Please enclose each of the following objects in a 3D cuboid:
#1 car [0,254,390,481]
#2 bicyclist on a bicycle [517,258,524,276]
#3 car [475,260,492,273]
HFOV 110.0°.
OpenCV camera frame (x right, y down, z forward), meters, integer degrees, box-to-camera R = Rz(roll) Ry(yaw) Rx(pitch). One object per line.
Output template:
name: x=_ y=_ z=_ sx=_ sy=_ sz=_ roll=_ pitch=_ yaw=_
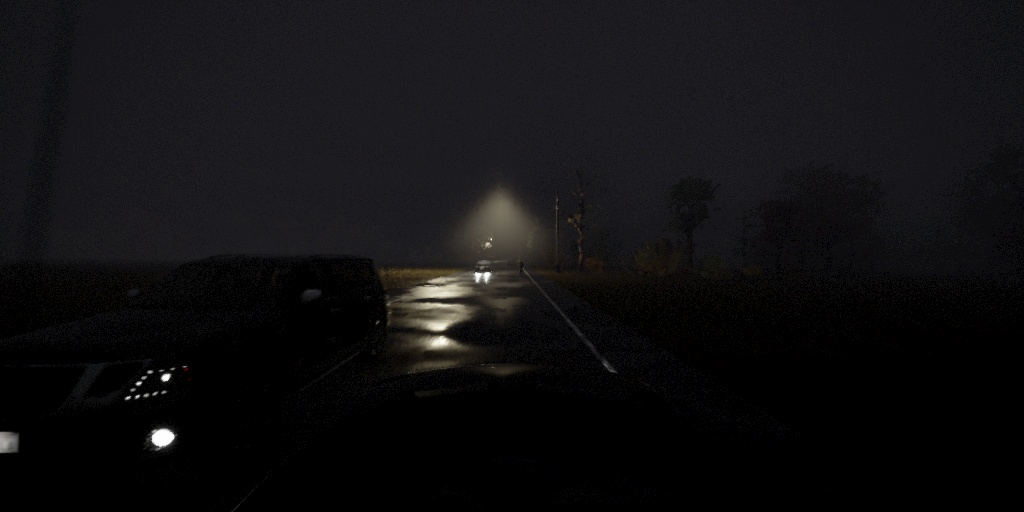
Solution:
car: x=-3.600 y=0.977 z=5.282 sx=2.150 sy=2.045 sz=5.566 roll=0 pitch=0 yaw=0
bicyclist on a bicycle: x=0.958 y=1.232 z=36.328 sx=0.582 sy=1.620 sz=1.656 roll=0 pitch=0 yaw=0
car: x=-3.572 y=1.279 z=45.351 sx=2.128 sy=1.511 sz=4.902 roll=0 pitch=0 yaw=0
